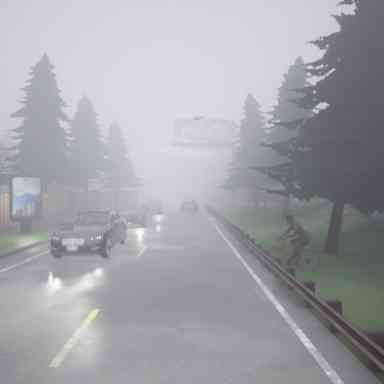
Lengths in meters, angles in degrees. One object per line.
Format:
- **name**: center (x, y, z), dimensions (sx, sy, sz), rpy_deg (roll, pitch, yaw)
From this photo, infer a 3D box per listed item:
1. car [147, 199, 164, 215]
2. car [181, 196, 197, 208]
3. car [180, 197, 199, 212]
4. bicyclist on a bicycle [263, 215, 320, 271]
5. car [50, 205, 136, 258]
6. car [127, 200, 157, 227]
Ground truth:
- **car**: center (-3.910, 1.444, 33.537), dimensions (1.837, 1.490, 4.892), rpy_deg (0, 0, 0)
- **car**: center (-0.436, 1.404, 48.638), dimensions (2.128, 1.511, 4.902), rpy_deg (0, 0, -1)
- **car**: center (-0.300, 1.497, 37.204), dimensions (1.994, 1.385, 4.181), rpy_deg (0, 0, -1)
- **bicyclist on a bicycle**: center (2.863, 1.479, 9.449), dimensions (1.656, 1.620, 0.582), rpy_deg (4, 3, -1)
- **car**: center (-3.727, 1.469, 12.725), dimensions (2.128, 1.511, 4.902), rpy_deg (0, 0, -1)
- **car**: center (-3.836, 1.506, 22.847), dimensions (2.033, 1.411, 5.357), rpy_deg (0, 0, -1)
